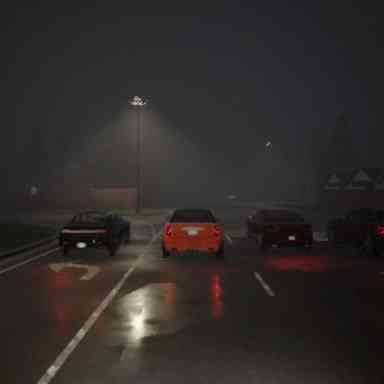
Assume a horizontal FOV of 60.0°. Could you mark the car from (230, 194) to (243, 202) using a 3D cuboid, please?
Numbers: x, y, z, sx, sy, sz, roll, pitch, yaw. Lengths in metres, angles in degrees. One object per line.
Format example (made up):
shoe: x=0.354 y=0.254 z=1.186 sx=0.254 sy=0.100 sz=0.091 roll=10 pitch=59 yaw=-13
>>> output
car: x=10.483 y=1.507 z=76.420 sx=1.895 sy=1.301 sz=4.718 roll=0 pitch=0 yaw=0

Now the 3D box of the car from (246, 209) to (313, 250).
car: x=3.551 y=1.463 z=14.243 sx=1.882 sy=1.535 sz=5.008 roll=0 pitch=0 yaw=0

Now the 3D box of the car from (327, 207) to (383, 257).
car: x=7.043 y=1.338 z=12.953 sx=2.097 sy=1.767 sz=4.553 roll=0 pitch=0 yaw=0

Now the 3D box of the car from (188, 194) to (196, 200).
car: x=-0.020 y=1.299 z=86.390 sx=2.033 sy=1.411 sz=5.357 roll=0 pitch=0 yaw=0

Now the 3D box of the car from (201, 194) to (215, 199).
car: x=3.483 y=1.266 z=76.357 sx=2.097 sy=1.767 sz=4.553 roll=0 pitch=0 yaw=0

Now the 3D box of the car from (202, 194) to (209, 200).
car: x=3.480 y=1.259 z=86.390 sx=1.837 sy=1.490 sz=4.892 roll=0 pitch=0 yaw=0

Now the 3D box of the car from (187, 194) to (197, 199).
car: x=-0.017 y=1.266 z=76.357 sx=2.097 sy=1.767 sz=4.553 roll=0 pitch=0 yaw=0

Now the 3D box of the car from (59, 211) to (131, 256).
car: x=-3.598 y=1.478 z=13.025 sx=2.128 sy=1.511 sz=4.902 roll=0 pitch=0 yaw=-2

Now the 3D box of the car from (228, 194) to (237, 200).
car: x=10.480 y=1.237 z=86.392 sx=1.882 sy=1.535 sz=5.008 roll=0 pitch=0 yaw=0

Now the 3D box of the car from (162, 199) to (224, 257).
car: x=0.043 y=1.338 z=12.953 sx=2.097 sy=1.767 sz=4.553 roll=0 pitch=0 yaw=1

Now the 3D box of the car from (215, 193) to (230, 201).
car: x=6.982 y=1.505 z=77.155 sx=1.895 sy=1.301 sz=4.718 roll=0 pitch=0 yaw=0

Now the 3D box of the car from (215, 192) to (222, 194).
car: x=6.980 y=1.051 z=87.252 sx=2.150 sy=2.045 sz=5.566 roll=0 pitch=0 yaw=0
